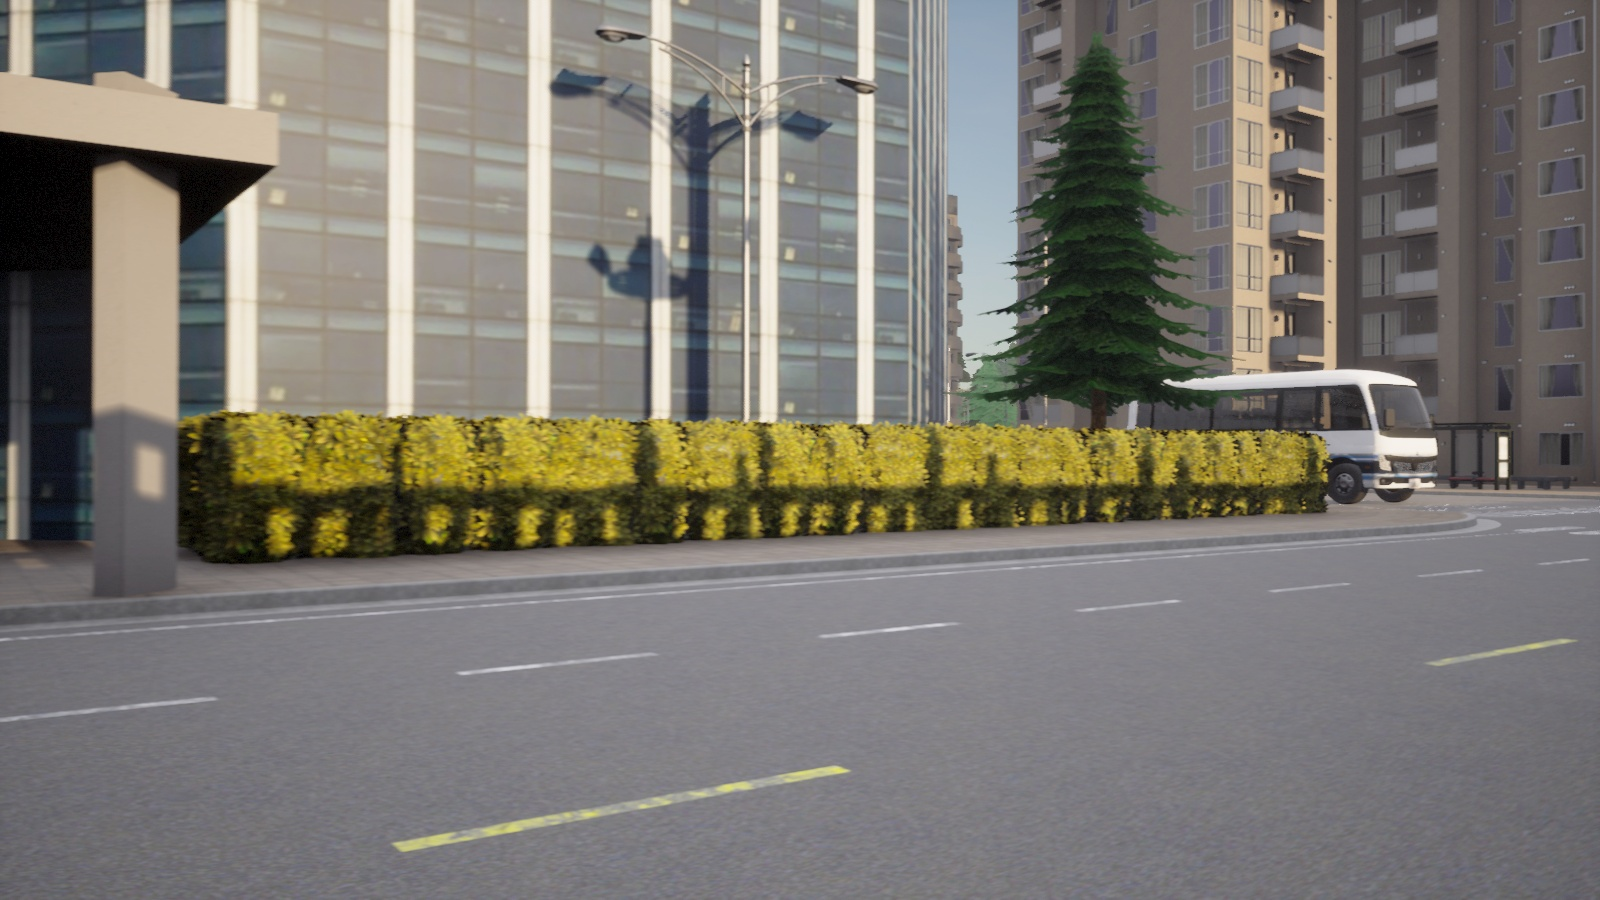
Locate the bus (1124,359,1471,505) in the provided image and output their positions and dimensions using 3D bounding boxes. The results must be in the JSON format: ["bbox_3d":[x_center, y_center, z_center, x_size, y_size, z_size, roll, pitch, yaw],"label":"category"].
[{"bbox_3d":[16.141,-0.508,41.829,3.944,4.253,10.273,0,0,-35],"label":"bus"}]
